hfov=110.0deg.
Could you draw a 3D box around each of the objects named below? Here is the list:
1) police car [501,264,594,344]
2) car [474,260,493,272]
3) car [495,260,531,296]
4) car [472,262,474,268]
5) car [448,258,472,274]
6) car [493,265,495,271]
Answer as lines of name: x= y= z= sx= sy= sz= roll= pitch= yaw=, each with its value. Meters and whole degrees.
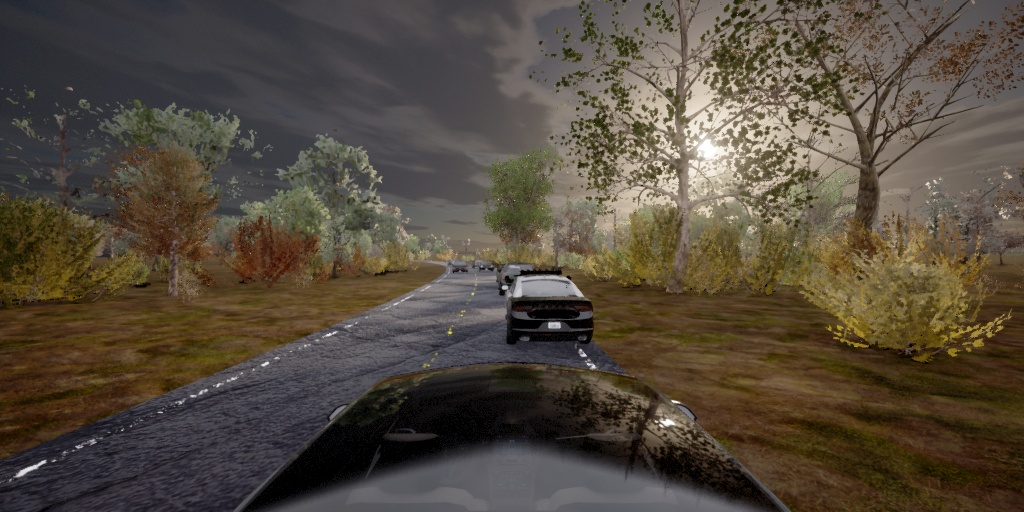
police car: x=0.765 y=1.175 z=9.708 sx=1.930 sy=1.638 sz=5.238 roll=0 pitch=0 yaw=-2
car: x=-3.495 y=1.347 z=46.602 sx=1.895 sy=1.301 sz=4.718 roll=0 pitch=0 yaw=-9
car: x=0.292 y=1.100 z=19.637 sx=2.097 sy=1.767 sz=4.553 roll=0 pitch=0 yaw=-4
car: x=-5.592 y=1.292 z=58.841 sx=2.033 sy=1.411 sz=5.357 roll=0 pitch=0 yaw=-11
car: x=-5.938 y=1.295 z=41.267 sx=2.033 sy=1.411 sz=5.357 roll=0 pitch=0 yaw=-8
car: x=-0.155 y=1.254 z=25.697 sx=1.837 sy=1.490 sz=4.892 roll=0 pitch=0 yaw=-5
